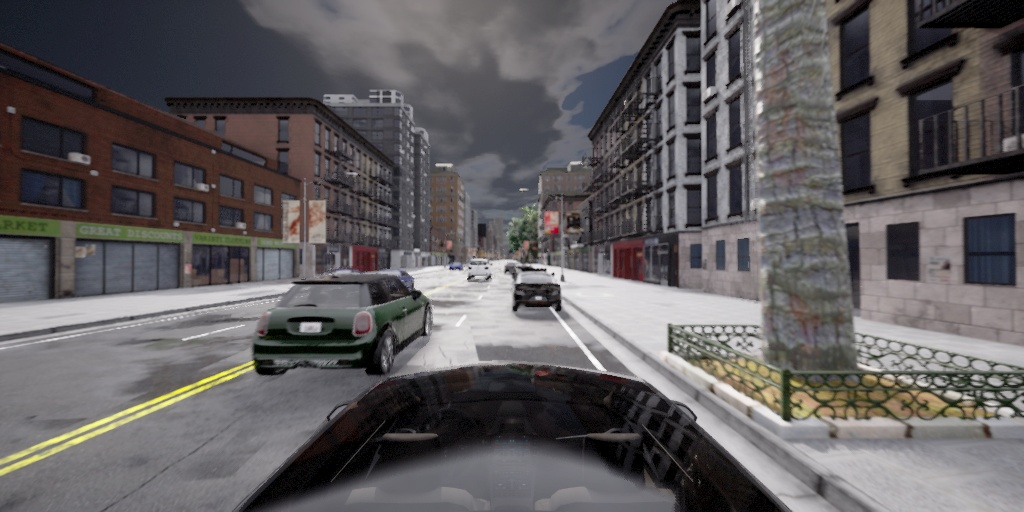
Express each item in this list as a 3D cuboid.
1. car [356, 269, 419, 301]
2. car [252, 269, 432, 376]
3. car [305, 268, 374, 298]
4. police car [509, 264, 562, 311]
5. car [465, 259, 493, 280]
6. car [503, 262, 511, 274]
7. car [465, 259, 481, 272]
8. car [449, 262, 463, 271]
[{"bbox_3d":[-6.652,1.473,19.720,1.812,1.442,4.674,0,-1,0],"label":"car"},{"bbox_3d":[-3.165,1.169,7.748,2.097,1.767,4.553,0,-1,0],"label":"car"},{"bbox_3d":[-9.893,1.488,21.010,1.812,1.442,4.674,0,-1,0],"label":"car"},{"bbox_3d":[0.936,1.324,15.355,1.930,1.638,5.238,0,-1,0],"label":"police car"},{"bbox_3d":[-3.256,1.356,36.951,2.150,2.045,5.566,0,0,0],"label":"car"},{"bbox_3d":[-0.144,1.768,51.430,1.837,1.490,4.892,0,-1,0],"label":"car"},{"bbox_3d":[-6.734,1.581,62.547,2.150,2.045,5.566,0,0,0],"label":"car"},{"bbox_3d":[-9.980,1.852,63.953,1.882,1.535,5.008,0,0,0],"label":"car"}]
